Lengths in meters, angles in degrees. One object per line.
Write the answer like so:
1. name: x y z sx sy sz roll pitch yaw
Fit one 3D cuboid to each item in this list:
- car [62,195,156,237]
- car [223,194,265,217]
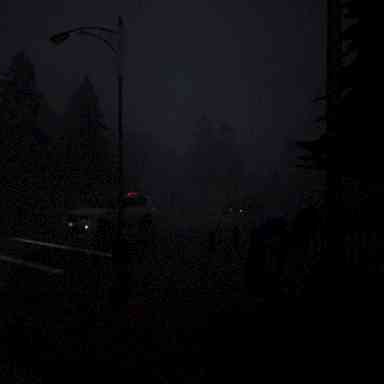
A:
1. car: -4.424 1.225 18.694 2.150 2.045 5.566 0 1 35
2. car: 5.162 1.228 32.340 2.150 2.045 5.566 0 0 37
